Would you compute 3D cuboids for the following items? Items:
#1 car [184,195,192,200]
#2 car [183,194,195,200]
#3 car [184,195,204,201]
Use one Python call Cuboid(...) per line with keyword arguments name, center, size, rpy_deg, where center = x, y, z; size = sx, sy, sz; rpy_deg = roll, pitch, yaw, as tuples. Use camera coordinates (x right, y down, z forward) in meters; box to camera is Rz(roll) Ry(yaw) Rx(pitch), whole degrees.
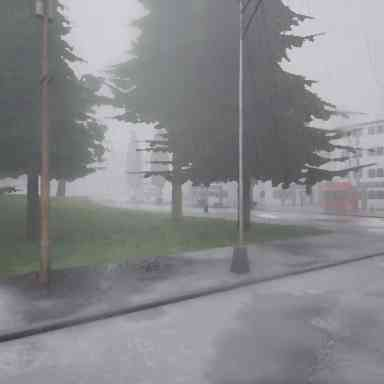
Cuboid(name="car", center=(0.454, 1.513, 87.219), size=(4.536, 1.218, 1.853), rpy_deg=(0, 0, -6))
Cuboid(name="car", center=(-0.839, 1.427, 89.701), size=(1.845, 1.501, 3.633), rpy_deg=(0, 0, -24))
Cuboid(name="car", center=(0.506, 1.670, 87.224), size=(4.974, 1.542, 2.038), rpy_deg=(0, 0, -6))
